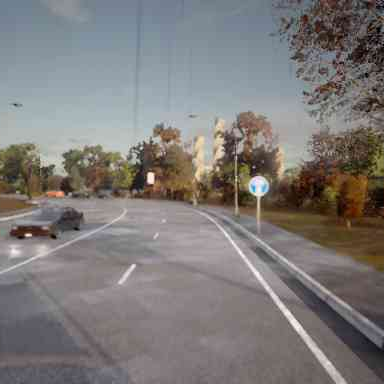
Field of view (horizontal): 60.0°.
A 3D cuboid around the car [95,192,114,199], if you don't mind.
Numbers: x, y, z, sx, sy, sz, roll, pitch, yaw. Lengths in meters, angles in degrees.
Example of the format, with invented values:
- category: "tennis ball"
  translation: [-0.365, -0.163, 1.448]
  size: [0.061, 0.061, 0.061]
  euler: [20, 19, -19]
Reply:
- category: "car"
  translation: [-17.335, 0.672, 65.835]
  size: [4.902, 1.511, 2.128]
  euler: [1, 1, 43]

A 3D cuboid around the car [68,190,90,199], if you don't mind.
- category: "car"
  translation: [-21.966, 0.455, 65.539]
  size: [4.553, 1.767, 2.097]
  euler: [1, 1, 43]

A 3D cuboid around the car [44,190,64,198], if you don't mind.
- category: "car"
  translation: [-29.850, 0.258, 72.019]
  size: [4.553, 1.767, 2.097]
  euler: [1, 0, 33]

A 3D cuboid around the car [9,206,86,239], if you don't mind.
- category: "car"
  translation: [-7.068, 1.444, 17.020]
  size: [2.033, 1.411, 5.357]
  euler: [0, 1, 0]

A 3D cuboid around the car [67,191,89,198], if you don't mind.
- category: "car"
  translation: [-25.042, 0.518, 72.899]
  size: [4.718, 1.301, 1.895]
  euler: [1, 0, 33]
